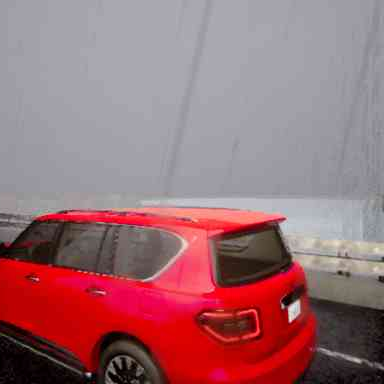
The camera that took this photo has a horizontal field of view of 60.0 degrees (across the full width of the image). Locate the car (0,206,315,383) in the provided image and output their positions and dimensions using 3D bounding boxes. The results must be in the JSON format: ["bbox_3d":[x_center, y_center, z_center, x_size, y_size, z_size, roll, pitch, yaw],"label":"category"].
[{"bbox_3d":[-1.206,1.224,4.735,5.566,2.045,2.150,0,0,36],"label":"car"}]
